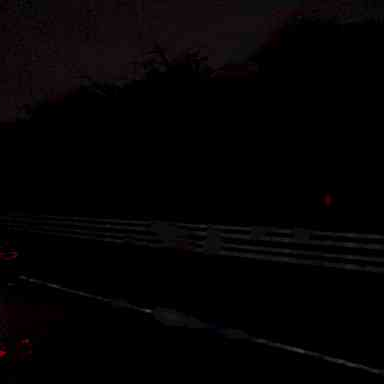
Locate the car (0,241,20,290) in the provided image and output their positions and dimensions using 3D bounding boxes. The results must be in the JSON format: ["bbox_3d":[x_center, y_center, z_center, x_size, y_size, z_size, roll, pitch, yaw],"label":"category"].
[{"bbox_3d":[-6.211,1.580,8.173,5.008,1.535,1.882,-1,-1,36],"label":"car"}]
